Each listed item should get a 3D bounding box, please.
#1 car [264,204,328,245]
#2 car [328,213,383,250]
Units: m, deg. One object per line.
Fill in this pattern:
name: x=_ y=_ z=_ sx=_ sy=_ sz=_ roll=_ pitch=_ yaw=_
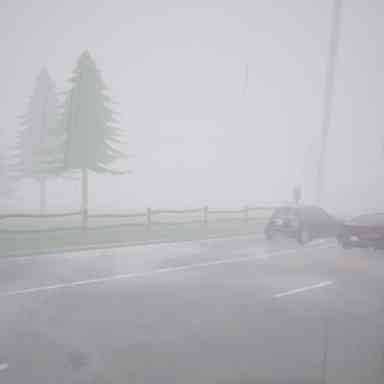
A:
car: x=5.771 y=1.482 z=16.579 sx=4.553 sy=1.767 sz=2.097 roll=1 pitch=-1 yaw=-35
car: x=8.132 y=1.613 z=13.956 sx=5.008 sy=1.535 sz=1.882 roll=0 pitch=0 yaw=-35
